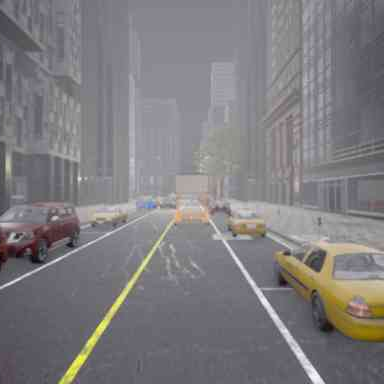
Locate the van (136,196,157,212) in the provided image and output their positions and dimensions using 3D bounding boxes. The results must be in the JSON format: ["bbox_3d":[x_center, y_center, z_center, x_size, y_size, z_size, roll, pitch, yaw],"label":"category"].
[{"bbox_3d":[-5.683,1.412,40.350,1.690,1.788,3.998,0,0,0],"label":"van"}]

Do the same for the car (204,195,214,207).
[{"bbox_3d":[2.842,1.510,40.338,1.967,1.590,4.097,0,0,0],"label":"car"}]

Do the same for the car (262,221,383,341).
[{"bbox_3d":[2.857,1.539,6.670,1.752,1.417,4.829,0,0,0],"label":"car"}]

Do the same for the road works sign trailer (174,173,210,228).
[{"bbox_3d":[-0.010,0.501,22.641,2.380,3.560,2.880,0,0,0],"label":"road works sign trailer"}]

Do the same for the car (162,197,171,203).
[{"bbox_3d":[-5.698,1.772,74.183,1.802,1.307,4.206,0,0,0],"label":"car"}]

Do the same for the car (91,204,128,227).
[{"bbox_3d":[-5.677,1.564,23.225,1.752,1.417,4.829,0,0,1],"label":"car"}]

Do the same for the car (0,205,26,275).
[{"bbox_3d":[-5.669,1.329,6.517,2.192,1.841,5.009,0,0,0],"label":"car"}]

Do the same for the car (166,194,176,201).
[{"bbox_3d":[-5.706,1.583,91.099,2.192,1.841,5.009,0,0,0],"label":"car"}]

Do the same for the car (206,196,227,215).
[{"bbox_3d":[2.844,1.496,34.700,1.967,1.590,4.097,0,0,0],"label":"car"}]

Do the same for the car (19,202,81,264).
[{"bbox_3d":[-5.672,1.339,12.158,2.192,1.841,5.009,0,0,0],"label":"car"}]

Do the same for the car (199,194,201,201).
[{"bbox_3d":[2.835,1.440,57.257,2.192,1.841,5.009,0,0,0],"label":"car"}]

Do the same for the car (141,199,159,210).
[{"bbox_3d":[-5.686,1.652,45.988,1.947,1.339,4.313,0,0,0],"label":"car"}]

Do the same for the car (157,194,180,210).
[{"bbox_3d":[-3.098,1.434,44.659,2.097,1.767,4.553,0,0,0],"label":"car"}]

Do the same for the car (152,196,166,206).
[{"bbox_3d":[-5.691,1.566,57.267,1.967,1.590,4.097,0,0,0],"label":"car"}]

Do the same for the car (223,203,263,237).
[{"bbox_3d":[2.859,1.555,17.983,1.752,1.417,4.829,0,0,1],"label":"car"}]

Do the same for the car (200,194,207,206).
[{"bbox_3d":[2.837,1.420,51.618,2.192,1.841,5.009,0,0,0],"label":"car"}]

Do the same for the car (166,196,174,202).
[{"bbox_3d":[-5.703,1.762,85.291,1.752,1.417,4.829,0,0,0],"label":"car"}]

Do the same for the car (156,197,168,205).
[{"bbox_3d":[-5.693,1.692,62.905,1.887,1.381,4.507,0,0,0],"label":"car"}]
